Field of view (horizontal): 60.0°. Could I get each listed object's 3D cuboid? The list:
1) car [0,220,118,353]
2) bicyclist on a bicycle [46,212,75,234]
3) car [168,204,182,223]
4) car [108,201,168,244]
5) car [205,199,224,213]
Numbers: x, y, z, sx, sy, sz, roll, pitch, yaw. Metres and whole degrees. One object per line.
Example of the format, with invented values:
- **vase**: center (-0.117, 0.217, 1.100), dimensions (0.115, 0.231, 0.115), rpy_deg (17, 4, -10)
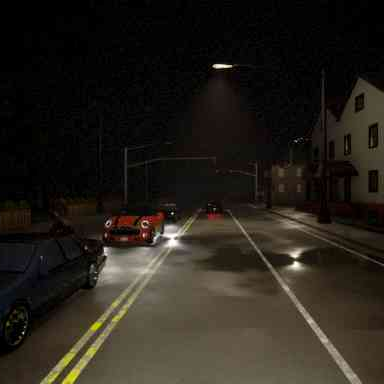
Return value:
- **car**: center (-3.266, 1.547, 6.456), dimensions (2.033, 1.411, 5.357), rpy_deg (0, 0, 4)
- **bicyclist on a bicycle**: center (-4.163, 1.455, 10.428), dimensions (1.656, 1.620, 0.582), rpy_deg (-2, 0, 4)
- **car**: center (-1.946, 1.601, 25.727), dimensions (1.895, 1.301, 4.718), rpy_deg (0, 0, 4)
- **car**: center (-2.624, 1.352, 15.889), dimensions (2.097, 1.767, 4.553), rpy_deg (0, 0, 4)
- **car**: center (2.479, 1.505, 36.442), dimensions (1.837, 1.490, 4.892), rpy_deg (0, 0, 4)
